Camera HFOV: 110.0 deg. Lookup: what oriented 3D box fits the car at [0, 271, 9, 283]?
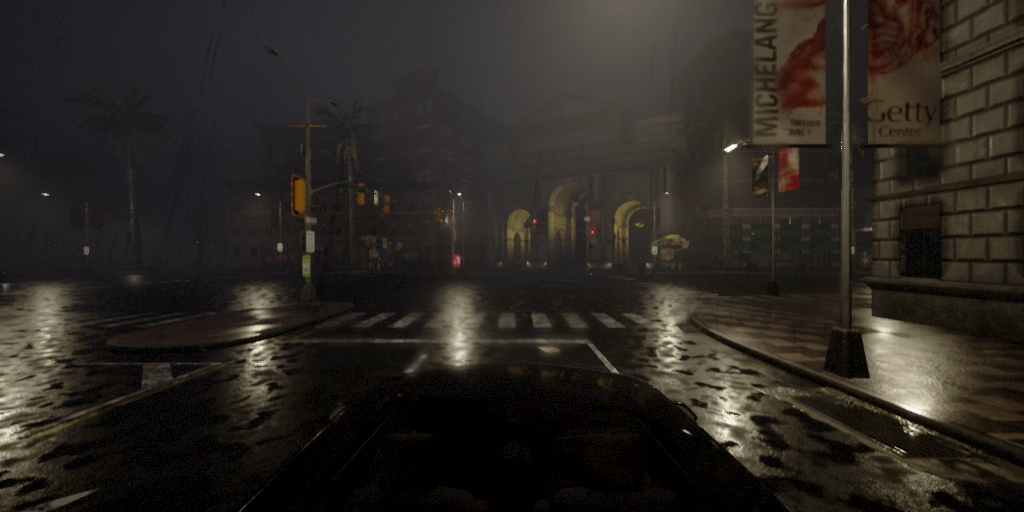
[{"bbox_3d":[-38.891,1.306,25.283,4.718,1.301,1.895,0,0,0],"label":"car"}]
